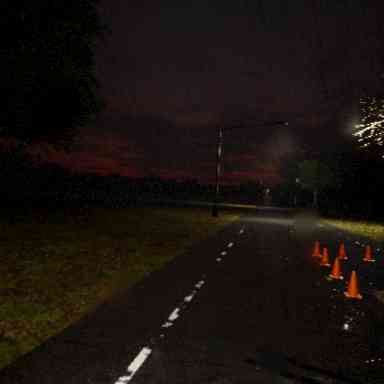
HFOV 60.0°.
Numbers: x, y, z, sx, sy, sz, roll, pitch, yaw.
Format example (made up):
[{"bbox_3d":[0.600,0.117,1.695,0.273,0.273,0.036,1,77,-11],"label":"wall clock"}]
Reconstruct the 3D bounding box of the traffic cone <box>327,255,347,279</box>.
[{"bbox_3d":[4.428,2.316,10.193,0.340,0.580,0.340,3,-1,13],"label":"traffic cone"}]

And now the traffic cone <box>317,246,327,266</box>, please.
[{"bbox_3d":[4.862,2.362,12.145,0.340,0.580,0.340,3,-1,13],"label":"traffic cone"}]

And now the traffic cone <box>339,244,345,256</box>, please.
[{"bbox_3d":[6.269,2.460,13.879,0.340,0.580,0.340,3,-1,13],"label":"traffic cone"}]

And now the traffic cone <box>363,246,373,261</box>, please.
[{"bbox_3d":[7.244,2.512,13.662,0.340,0.580,0.340,3,-1,13],"label":"traffic cone"}]

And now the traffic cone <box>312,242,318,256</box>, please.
[{"bbox_3d":[5.295,2.408,14.097,0.340,0.580,0.340,3,-1,13],"label":"traffic cone"}]

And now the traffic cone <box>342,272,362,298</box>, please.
[{"bbox_3d":[3.995,2.269,8.241,0.340,0.580,0.340,3,-1,13],"label":"traffic cone"}]
